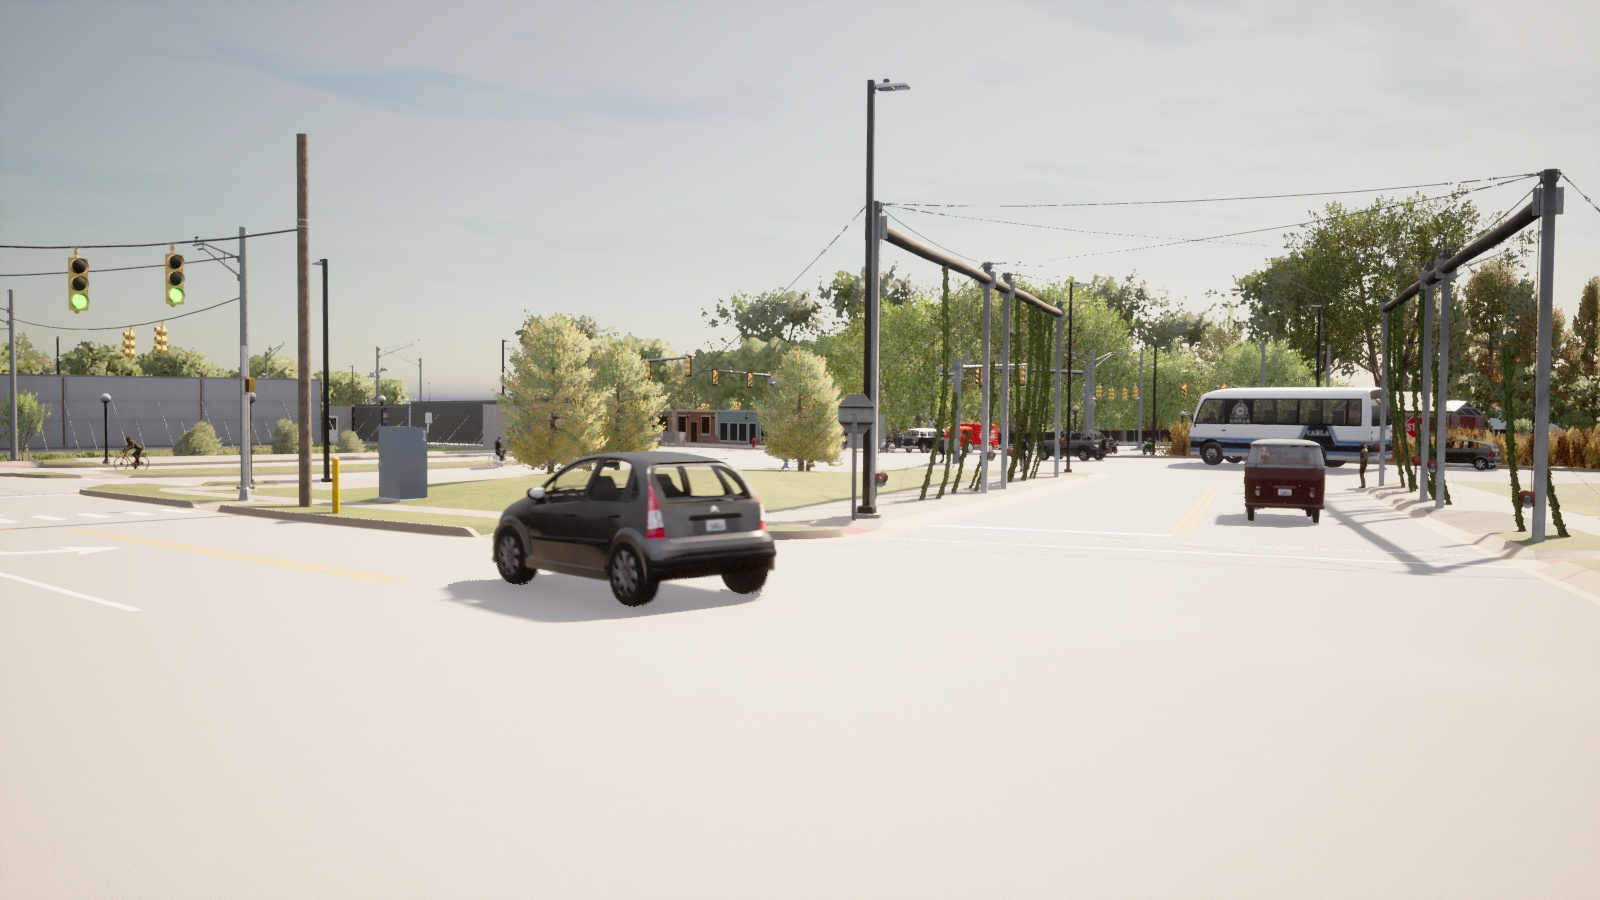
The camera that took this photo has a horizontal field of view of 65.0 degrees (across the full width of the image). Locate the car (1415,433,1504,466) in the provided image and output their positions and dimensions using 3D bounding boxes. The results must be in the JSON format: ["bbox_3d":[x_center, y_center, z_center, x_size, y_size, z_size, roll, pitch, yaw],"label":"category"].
[{"bbox_3d":[34.011,-0.041,64.822,3.705,1.549,1.789,2,3,44],"label":"car"}]

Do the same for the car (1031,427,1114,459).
[{"bbox_3d":[16.628,-0.407,76.758,4.605,1.855,1.932,0,2,44],"label":"car"}]

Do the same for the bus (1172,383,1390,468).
[{"bbox_3d":[25.762,-1.439,67.762,10.273,4.253,3.944,2,4,44],"label":"bus"}]

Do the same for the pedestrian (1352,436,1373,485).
[{"bbox_3d":[22.310,0.418,49.777,0.692,1.930,0.396,1,3,29],"label":"pedestrian"}]

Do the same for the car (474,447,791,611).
[{"bbox_3d":[-2.094,0.795,14.808,1.851,1.617,3.988,-2,1,-39],"label":"car"}]

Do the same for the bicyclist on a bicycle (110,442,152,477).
[{"bbox_3d":[-31.949,0.447,60.015,0.582,1.620,1.656,1,2,39],"label":"bicyclist on a bicycle"}]

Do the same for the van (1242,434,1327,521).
[{"bbox_3d":[11.986,0.609,31.250,1.775,1.987,4.442,1,1,19],"label":"van"}]
